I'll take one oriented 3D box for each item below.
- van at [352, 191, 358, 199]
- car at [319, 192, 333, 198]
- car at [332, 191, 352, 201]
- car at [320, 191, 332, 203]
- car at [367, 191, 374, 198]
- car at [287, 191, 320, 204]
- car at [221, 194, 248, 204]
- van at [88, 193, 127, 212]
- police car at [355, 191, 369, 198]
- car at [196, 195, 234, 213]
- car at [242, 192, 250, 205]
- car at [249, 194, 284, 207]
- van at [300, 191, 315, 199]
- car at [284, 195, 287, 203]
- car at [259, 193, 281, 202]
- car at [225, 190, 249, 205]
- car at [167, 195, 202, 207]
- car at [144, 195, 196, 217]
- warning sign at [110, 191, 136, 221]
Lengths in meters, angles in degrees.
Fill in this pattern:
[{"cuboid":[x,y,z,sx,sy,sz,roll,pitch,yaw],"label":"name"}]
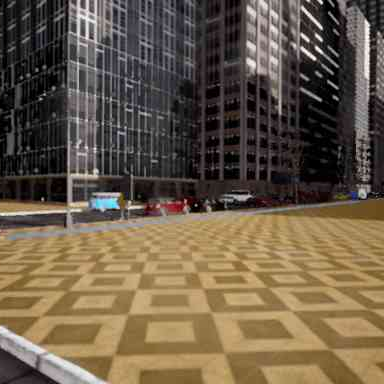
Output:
[{"cuboid":[35.164,0.641,70.923,1.690,1.788,3.998,1,1,41],"label":"van"},{"cuboid":[32.554,0.748,80.726,1.947,1.339,4.313,1,1,41],"label":"car"},{"cuboid":[27.835,0.906,62.446,1.752,1.417,4.829,1,1,41],"label":"car"},{"cuboid":[20.286,0.780,53.705,2.192,1.841,5.009,1,1,41],"label":"car"},{"cuboid":[38.882,0.810,75.231,2.008,1.369,4.403,1,1,41],"label":"car"},{"cuboid":[16.567,0.821,49.401,2.192,1.841,5.009,1,1,41],"label":"car"},{"cuboid":[6.516,1.037,50.594,1.947,1.339,4.313,1,1,41],"label":"car"},{"cuboid":[-8.449,0.977,33.453,1.690,1.788,3.998,1,1,41],"label":"van"},{"cuboid":[41.483,0.625,80.987,1.930,1.638,5.238,1,1,41],"label":"police car"},{"cuboid":[1.738,1.239,32.145,1.947,1.339,4.313,1,1,41],"label":"car"},{"cuboid":[9.464,1.086,45.244,2.033,1.411,5.357,1,1,41],"label":"car"},{"cuboid":[9.126,1.171,40.796,1.802,1.307,4.206,1,1,41],"label":"car"},{"cuboid":[25.116,0.605,72.113,1.690,1.788,3.998,1,1,41],"label":"van"},{"cuboid":[16.386,0.953,53.321,2.128,1.511,4.902,1,1,41],"label":"car"},{"cuboid":[13.956,0.954,59.203,1.947,1.339,4.313,1,1,41],"label":"car"},{"cuboid":[6.088,0.745,46.086,2.150,2.045,5.566,1,1,41],"label":"car"},{"cuboid":[-0.928,1.098,41.992,1.887,1.381,4.507,1,1,41],"label":"car"},{"cuboid":[-1.938,1.155,27.802,1.967,1.590,4.097,1,1,41],"label":"car"},{"cuboid":[-4.472,0.898,21.438,1.300,1.860,1.060,0,0,41],"label":"warning sign"}]
